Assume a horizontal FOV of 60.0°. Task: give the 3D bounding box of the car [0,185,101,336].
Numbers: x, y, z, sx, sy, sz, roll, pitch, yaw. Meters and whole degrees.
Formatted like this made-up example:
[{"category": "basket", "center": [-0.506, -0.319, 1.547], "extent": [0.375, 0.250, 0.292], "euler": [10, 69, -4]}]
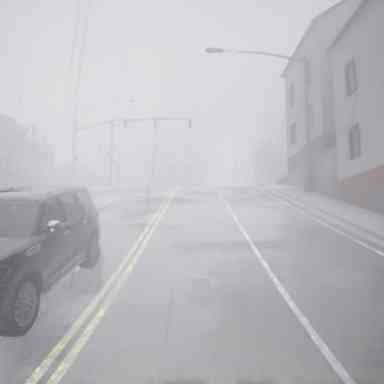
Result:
[{"category": "car", "center": [-3.520, 0.987, 6.726], "extent": [2.150, 2.045, 5.566], "euler": [0, 5, 1]}]
